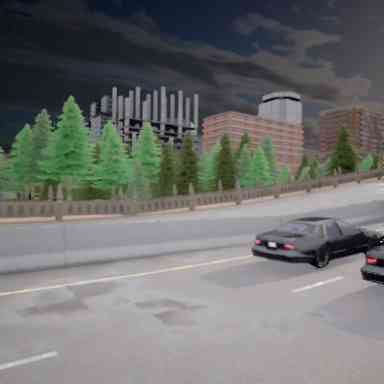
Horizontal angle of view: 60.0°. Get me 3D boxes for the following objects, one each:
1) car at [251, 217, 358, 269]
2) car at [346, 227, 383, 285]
[{"bbox_3d":[4.429,1.553,11.294,5.357,1.411,2.033,-1,1,-35],"label":"car"},{"bbox_3d":[6.417,1.554,8.416,5.357,1.411,2.033,-1,1,-35],"label":"car"}]
